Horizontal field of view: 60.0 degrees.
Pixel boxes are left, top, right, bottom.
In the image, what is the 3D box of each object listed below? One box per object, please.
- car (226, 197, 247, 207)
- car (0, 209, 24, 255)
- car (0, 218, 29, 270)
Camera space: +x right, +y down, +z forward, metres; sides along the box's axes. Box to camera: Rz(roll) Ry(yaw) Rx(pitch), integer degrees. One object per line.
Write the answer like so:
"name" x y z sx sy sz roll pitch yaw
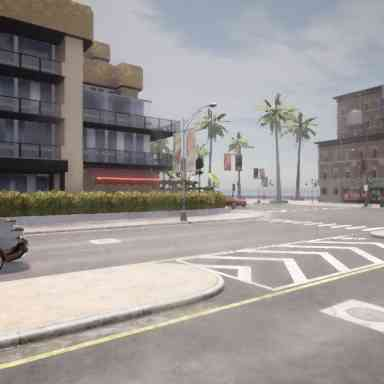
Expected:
"car" 6.272 1.478 50.982 1.882 1.535 5.008 0 0 -35
"car" -8.861 1.492 11.800 4.902 1.511 2.128 0 0 -35
"car" -7.050 1.492 8.795 4.902 1.511 2.128 0 0 -36
